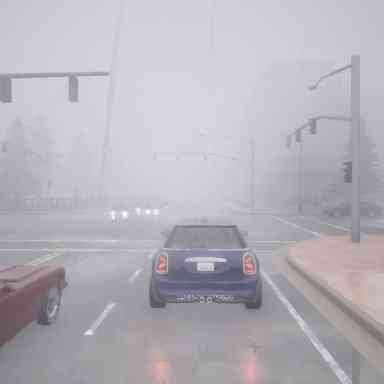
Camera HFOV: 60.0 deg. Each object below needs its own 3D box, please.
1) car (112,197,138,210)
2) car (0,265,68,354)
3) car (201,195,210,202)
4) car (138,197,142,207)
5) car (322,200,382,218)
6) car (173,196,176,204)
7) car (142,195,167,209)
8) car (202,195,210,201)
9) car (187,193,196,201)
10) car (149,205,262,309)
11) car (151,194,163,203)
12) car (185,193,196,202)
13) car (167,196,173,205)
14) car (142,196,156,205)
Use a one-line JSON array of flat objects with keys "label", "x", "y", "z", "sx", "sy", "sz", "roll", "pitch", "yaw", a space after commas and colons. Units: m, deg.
[{"label": "car", "x": -8.712, "y": 1.601, "z": 42.483, "sx": 1.895, "sy": 1.301, "sz": 4.718, "roll": 0, "pitch": 0, "yaw": 2}, {"label": "car", "x": -3.308, "y": 1.601, "z": 4.171, "sx": 1.895, "sy": 1.301, "sz": 4.718, "roll": 0, "pitch": 0, "yaw": 2}, {"label": "car", "x": 3.064, "y": 1.549, "z": 73.575, "sx": 1.994, "sy": 1.385, "sz": 4.181, "roll": 0, "pitch": 0, "yaw": 2}, {"label": "car", "x": -8.356, "y": 1.491, "z": 51.788, "sx": 2.128, "sy": 1.511, "sz": 4.902, "roll": 0, "pitch": 0, "yaw": 2}, {"label": "car", "x": 14.110, "y": 1.505, "z": 29.472, "sx": 4.892, "sy": 1.490, "sz": 1.837, "roll": 0, "pitch": 0, "yaw": 4}, {"label": "car", "x": -4.284, "y": 1.478, "z": 65.409, "sx": 1.882, "sy": 1.535, "sz": 5.008, "roll": 0, "pitch": 0, "yaw": 3}, {"label": "car", "x": -5.086, "y": 1.491, "z": 45.751, "sx": 2.128, "sy": 1.511, "sz": 4.902, "roll": 0, "pitch": 0, "yaw": 2}, {"label": "car", "x": 3.391, "y": 1.475, "z": 82.279, "sx": 1.882, "sy": 1.535, "sz": 5.008, "roll": 0, "pitch": 0, "yaw": 2}, {"label": "car", "x": -0.105, "y": 1.223, "z": 82.441, "sx": 2.150, "sy": 2.045, "sz": 5.566, "roll": 0, "pitch": 0, "yaw": 2}, {"label": "car", "x": 0.303, "y": 1.352, "z": 8.045, "sx": 2.097, "sy": 1.767, "sz": 4.553, "roll": 0, "pitch": 0, "yaw": 2}, {"label": "car", "x": -7.502, "y": 1.355, "z": 72.030, "sx": 2.097, "sy": 1.767, "sz": 4.553, "roll": 0, "pitch": 0, "yaw": 2}, {"label": "car", "x": -0.471, "y": 1.520, "z": 72.710, "sx": 1.812, "sy": 1.442, "sz": 4.674, "roll": 0, "pitch": 0, "yaw": 2}, {"label": "car", "x": -4.724, "y": 1.478, "z": 55.110, "sx": 1.882, "sy": 1.535, "sz": 5.008, "roll": 0, "pitch": 0, "yaw": 2}, {"label": "car", "x": -7.948, "y": 1.505, "z": 61.874, "sx": 1.837, "sy": 1.490, "sz": 4.892, "roll": 0, "pitch": 0, "yaw": 3}]
